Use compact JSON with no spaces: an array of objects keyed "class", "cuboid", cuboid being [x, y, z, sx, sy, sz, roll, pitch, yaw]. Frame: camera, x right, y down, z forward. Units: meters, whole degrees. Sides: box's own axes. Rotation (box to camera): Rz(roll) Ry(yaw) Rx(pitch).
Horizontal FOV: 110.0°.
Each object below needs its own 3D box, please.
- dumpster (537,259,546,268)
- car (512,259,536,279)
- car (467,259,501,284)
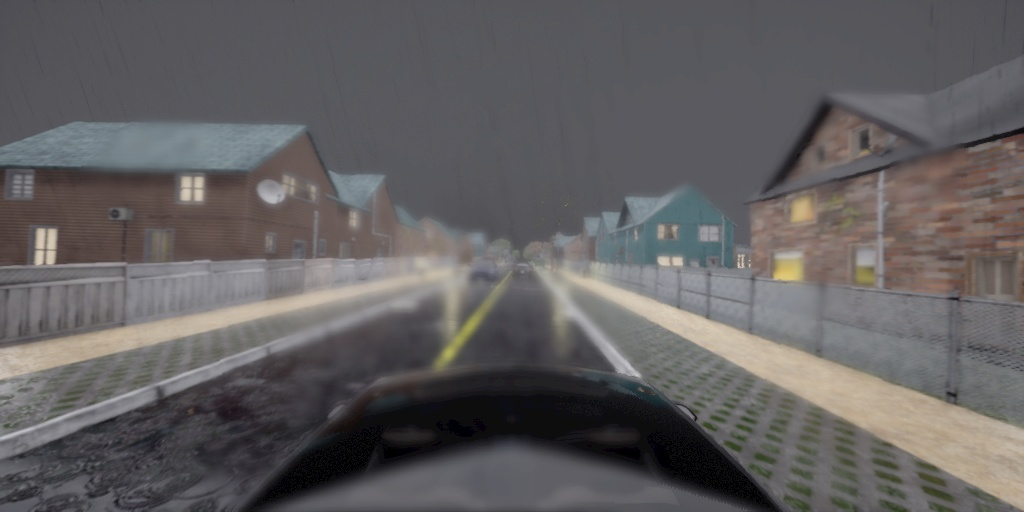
[{"class":"dumpster","cuboid":[5.302,1.414,64.784,1.020,1.700,1.940,0,0,2]},{"class":"car","cuboid":[1.186,1.329,33.787,1.812,1.442,4.674,2,0,3]},{"class":"car","cuboid":[-1.962,1.047,26.621,2.097,1.767,4.553,2,0,2]}]
